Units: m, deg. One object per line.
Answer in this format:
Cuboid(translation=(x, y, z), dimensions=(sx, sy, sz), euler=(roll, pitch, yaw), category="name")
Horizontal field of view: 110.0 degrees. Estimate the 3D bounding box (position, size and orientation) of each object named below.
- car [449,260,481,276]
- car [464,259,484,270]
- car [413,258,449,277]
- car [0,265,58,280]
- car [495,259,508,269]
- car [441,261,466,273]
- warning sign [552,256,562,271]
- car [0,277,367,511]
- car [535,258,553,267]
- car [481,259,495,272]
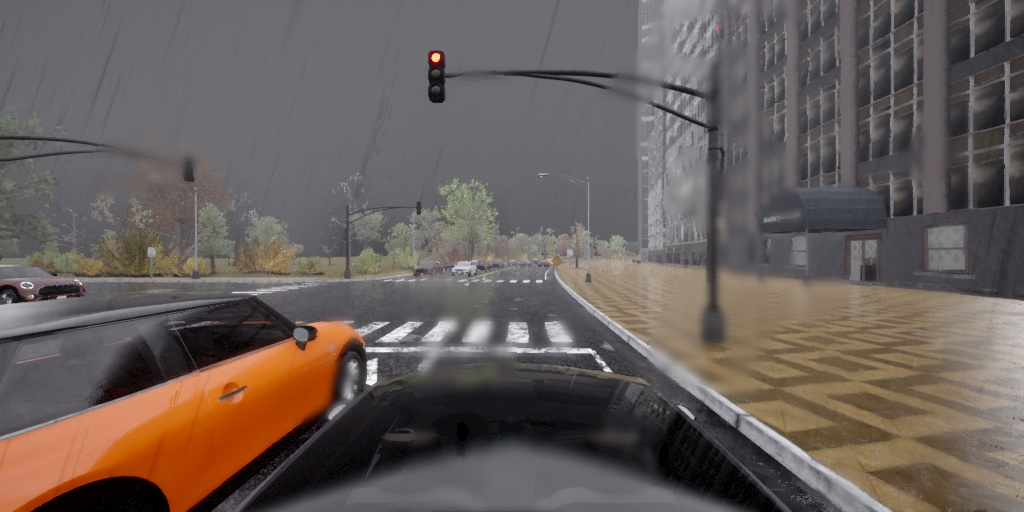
Cuboid(translation=(-4.788, 1.273, 36.539), dimensions=(1.812, 1.442, 4.674), euler=(0, 0, 6), category="car")
Cuboid(translation=(-5.776, 1.275, 55.071), dimensions=(1.812, 1.442, 4.674), euler=(0, 0, 8), category="car")
Cuboid(translation=(-8.140, 1.098, 35.592), dimensions=(2.097, 1.767, 4.553), euler=(0, 0, 6), category="car")
Cuboid(translation=(-20.952, 1.159, 15.051), dimensions=(4.553, 1.767, 2.097), euler=(0, 0, 4), category="car")
Cuboid(translation=(-2.426, 1.352, 55.585), dimensions=(1.895, 1.301, 4.718), euler=(0, 0, 9), category="car")
Cuboid(translation=(-7.192, 1.348, 44.528), dimensions=(1.895, 1.301, 4.718), euler=(0, 0, 7), category="car")
Cuboid(translation=(5.507, 0.868, 44.175), dimensions=(1.300, 1.860, 1.060), euler=(0, 0, 7), category="warning sign")
Cuboid(translation=(-3.101, 1.102, 3.255), dimensions=(2.097, 1.767, 4.553), euler=(0, 0, 0), category="car")
Cuboid(translation=(5.774, 1.360, 64.236), dimensions=(1.895, 1.301, 4.718), euler=(0, 0, 10), category="car")
Cuboid(translation=(-3.798, 1.350, 45.590), dimensions=(1.895, 1.301, 4.718), euler=(0, 0, 7), category="car")
